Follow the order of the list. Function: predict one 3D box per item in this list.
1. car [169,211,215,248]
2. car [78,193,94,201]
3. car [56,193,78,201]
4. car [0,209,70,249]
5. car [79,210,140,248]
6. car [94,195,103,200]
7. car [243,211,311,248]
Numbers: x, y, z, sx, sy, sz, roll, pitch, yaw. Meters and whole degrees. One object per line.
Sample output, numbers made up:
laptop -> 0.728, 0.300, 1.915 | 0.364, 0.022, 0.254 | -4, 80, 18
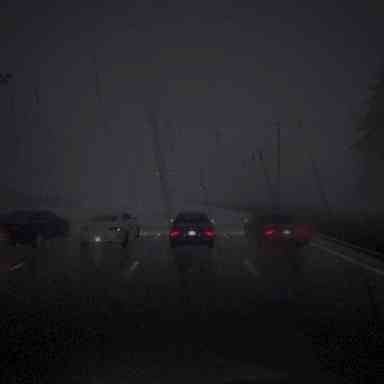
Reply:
car -> 0.000, 1.560, 14.650 | 2.033, 1.411, 5.357 | 0, 0, 0
car -> -29.012, 1.185, 87.319 | 5.566, 2.045, 2.150 | 0, 0, 39
car -> -31.965, 1.339, 85.247 | 4.553, 1.767, 2.097 | 0, 0, 39
car -> -7.000, 1.482, 14.650 | 1.882, 1.535, 5.008 | 0, 0, 0
car -> -3.500, 1.530, 14.650 | 1.812, 1.442, 4.674 | 0, 0, 0
car -> -27.074, 1.585, 90.273 | 4.718, 1.301, 1.895 | 0, 0, 39
car -> 3.500, 1.560, 14.650 | 2.033, 1.411, 5.357 | 0, 0, 0
